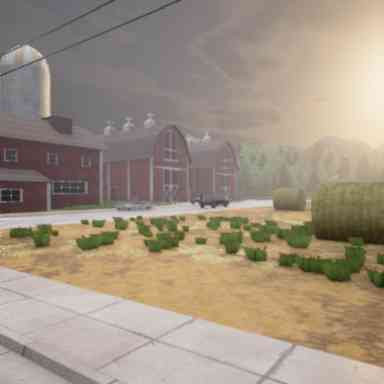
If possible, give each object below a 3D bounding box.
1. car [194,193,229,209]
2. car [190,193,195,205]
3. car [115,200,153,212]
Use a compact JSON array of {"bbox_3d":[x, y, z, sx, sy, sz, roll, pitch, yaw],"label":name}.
[{"bbox_3d":[3.133,1.265,47.331,2.150,2.045,5.566,0,-1,36],"label":"car"},{"bbox_3d":[0.855,1.217,57.566,1.905,1.878,3.866,6,1,-8],"label":"car"},{"bbox_3d":[-6.796,1.660,39.314,1.895,1.301,4.718,0,0,35],"label":"car"}]
